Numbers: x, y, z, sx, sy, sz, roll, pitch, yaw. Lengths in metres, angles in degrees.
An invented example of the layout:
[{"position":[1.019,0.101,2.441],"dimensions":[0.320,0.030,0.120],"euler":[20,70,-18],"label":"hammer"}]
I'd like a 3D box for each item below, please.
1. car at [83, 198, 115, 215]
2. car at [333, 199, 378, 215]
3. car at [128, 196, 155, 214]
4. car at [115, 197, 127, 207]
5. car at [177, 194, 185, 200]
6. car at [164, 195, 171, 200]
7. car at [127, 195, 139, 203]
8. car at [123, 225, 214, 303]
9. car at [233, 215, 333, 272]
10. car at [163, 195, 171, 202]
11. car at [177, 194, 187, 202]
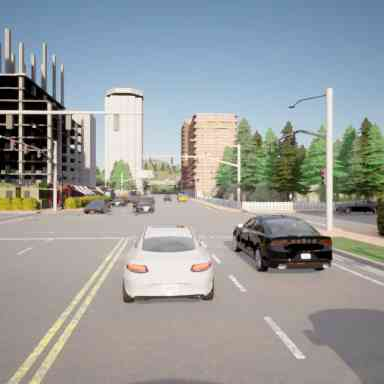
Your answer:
[{"position":[-9.749,1.547,34.590],"dimensions":[2.033,1.411,5.357],"euler":[0,0,-3],"label":"car"},{"position":[17.026,1.491,34.053],"dimensions":[4.902,1.511,2.128],"euler":[0,0,-3],"label":"car"},{"position":[-5.294,1.493,35.424],"dimensions":[2.128,1.511,4.902],"euler":[0,0,-18],"label":"car"},{"position":[-10.770,1.490,49.445],"dimensions":[2.128,1.511,4.902],"euler":[0,0,-4],"label":"car"},{"position":[-2.871,1.304,86.518],"dimensions":[1.882,1.535,5.008],"euler":[0,0,-4],"label":"car"},{"position":[-6.362,1.379,86.262],"dimensions":[1.994,1.385,4.181],"euler":[0,0,-4],"label":"car"},{"position":[-12.060,1.477,68.287],"dimensions":[1.882,1.535,5.008],"euler":[0,0,-4],"label":"car"},{"position":[-0.597,1.526,8.162],"dimensions":[1.812,1.442,4.674],"euler":[0,0,-5],"label":"car"},{"position":[2.665,1.478,10.903],"dimensions":[1.882,1.535,5.008],"euler":[0,0,-5],"label":"car"},{"position":[-5.732,1.517,77.691],"dimensions":[2.128,1.511,4.902],"euler":[0,0,-4],"label":"car"},{"position":[-2.169,1.470,76.971],"dimensions":[1.882,1.535,5.008],"euler":[0,0,-4],"label":"car"}]
